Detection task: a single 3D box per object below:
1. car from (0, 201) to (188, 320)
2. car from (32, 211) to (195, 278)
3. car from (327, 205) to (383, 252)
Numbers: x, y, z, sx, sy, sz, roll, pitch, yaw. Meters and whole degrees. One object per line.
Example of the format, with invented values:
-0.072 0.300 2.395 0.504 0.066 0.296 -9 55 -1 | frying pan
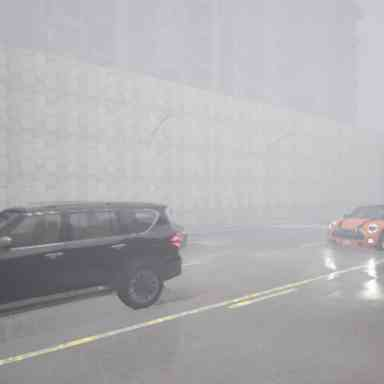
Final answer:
-2.778 1.221 6.288 5.566 2.045 2.150 0 0 -37 | car
-2.402 1.504 10.930 4.892 1.490 1.837 0 0 -36 | car
7.695 1.355 14.038 4.553 1.767 2.097 0 0 -37 | car
